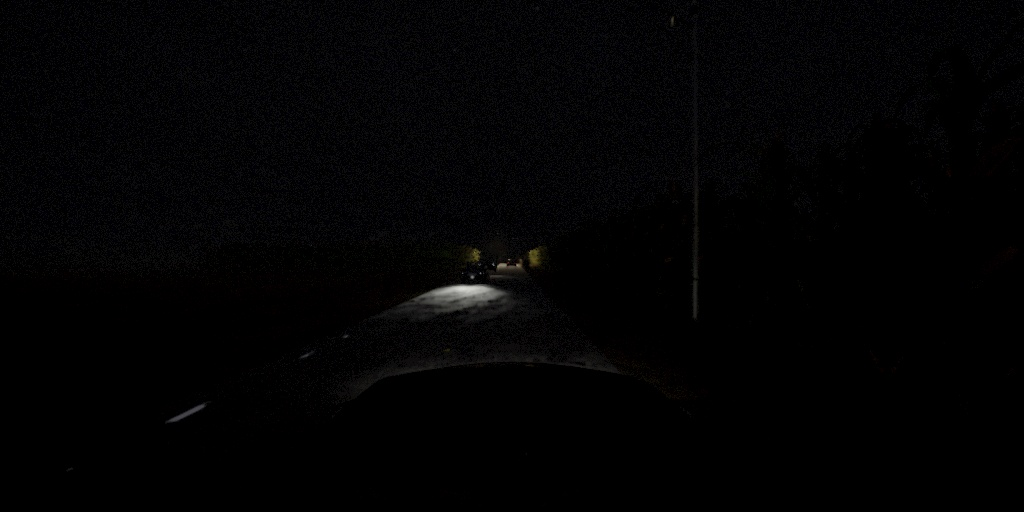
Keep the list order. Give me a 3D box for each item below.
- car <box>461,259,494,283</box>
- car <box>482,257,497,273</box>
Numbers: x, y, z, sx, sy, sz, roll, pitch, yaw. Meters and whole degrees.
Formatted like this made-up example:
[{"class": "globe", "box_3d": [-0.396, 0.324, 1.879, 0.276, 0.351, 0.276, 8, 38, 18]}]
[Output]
[{"class": "car", "box_3d": [-2.793, 1.246, 27.802, 2.128, 1.511, 4.902, 0, 0, 0]}, {"class": "car", "box_3d": [-2.804, 0.918, 41.598, 2.097, 1.767, 4.553, 0, 0, 0]}]
